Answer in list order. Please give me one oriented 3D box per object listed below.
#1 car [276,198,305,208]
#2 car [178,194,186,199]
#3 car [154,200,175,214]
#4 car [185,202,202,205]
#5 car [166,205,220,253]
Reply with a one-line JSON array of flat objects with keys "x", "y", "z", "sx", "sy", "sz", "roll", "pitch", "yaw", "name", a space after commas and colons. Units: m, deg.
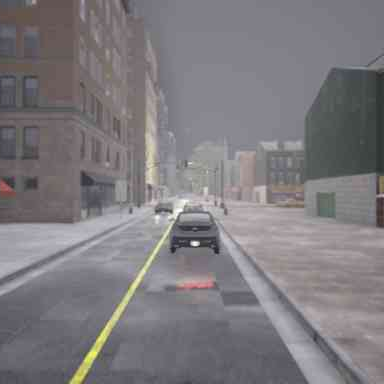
[{"x": 13.893, "y": 1.555, "z": 45.218, "sx": 4.829, "sy": 1.417, "sz": 1.752, "roll": 0, "pitch": -1, "yaw": 0, "name": "car"}, {"x": -2.743, "y": 1.303, "z": 92.593, "sx": 1.837, "sy": 1.490, "sz": 4.892, "roll": 0, "pitch": 0, "yaw": 0, "name": "car"}, {"x": -2.775, "y": 1.524, "z": 34.634, "sx": 2.033, "sy": 1.411, "sz": 5.357, "roll": 0, "pitch": 0, "yaw": 1, "name": "car"}, {"x": 0.103, "y": 1.583, "z": 30.769, "sx": 1.895, "sy": 1.301, "sz": 4.718, "roll": 0, "pitch": 0, "yaw": 0, "name": "car"}, {"x": 0.104, "y": 1.502, "z": 13.727, "sx": 1.837, "sy": 1.490, "sz": 4.892, "roll": 0, "pitch": 0, "yaw": 0, "name": "car"}]
